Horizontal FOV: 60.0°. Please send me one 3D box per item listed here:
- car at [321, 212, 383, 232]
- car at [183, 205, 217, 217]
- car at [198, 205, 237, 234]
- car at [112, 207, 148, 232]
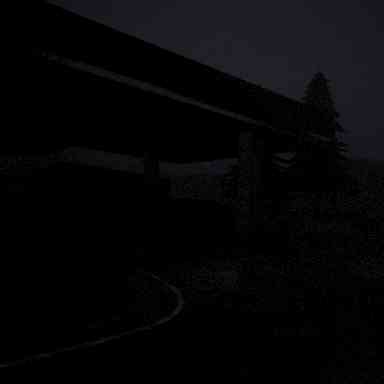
[{"bbox_3d":[13.114,2.354,27.022,2.033,1.411,5.357,2,-1,-36],"label":"car"},{"bbox_3d":[0.999,2.408,43.368,1.895,1.301,4.718,2,-1,-37],"label":"car"},{"bbox_3d":[2.152,1.854,23.493,1.905,1.878,3.866,2,-1,-37],"label":"car"},{"bbox_3d":[-4.983,1.883,23.524,2.242,1.667,4.611,2,-1,-37],"label":"car"}]
